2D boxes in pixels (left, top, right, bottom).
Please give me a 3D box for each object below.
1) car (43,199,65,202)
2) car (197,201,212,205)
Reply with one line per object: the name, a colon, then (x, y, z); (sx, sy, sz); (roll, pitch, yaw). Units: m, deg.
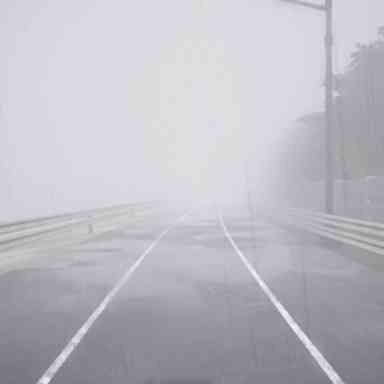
car: (-28.556, 1.926, 69.942); (5.008, 1.535, 1.882); (2, -4, -27)
car: (3.597, 3.235, 92.077); (1.895, 1.301, 4.718); (-3, -5, 43)
